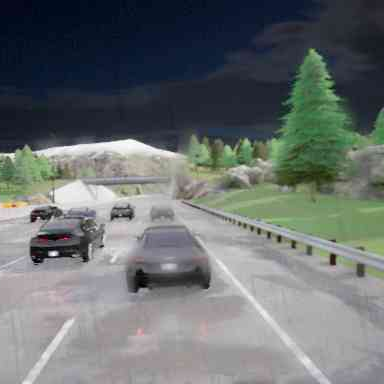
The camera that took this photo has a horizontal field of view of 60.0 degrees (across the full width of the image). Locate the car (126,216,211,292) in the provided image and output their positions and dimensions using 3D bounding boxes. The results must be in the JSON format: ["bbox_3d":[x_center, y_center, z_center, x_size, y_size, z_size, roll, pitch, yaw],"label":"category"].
[{"bbox_3d":[-0.683,1.608,9.230,1.994,1.385,4.181,-2,0,-5],"label":"car"}]

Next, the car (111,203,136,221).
[{"bbox_3d":[-6.247,1.755,30.333,2.128,1.511,4.902,-2,0,-6],"label":"car"}]

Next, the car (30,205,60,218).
[{"bbox_3d":[-13.320,1.977,30.768,1.837,1.490,4.892,-2,0,-6],"label":"car"}]

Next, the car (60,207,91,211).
[{"bbox_3d":[-9.637,1.961,29.093,1.895,1.301,4.718,-2,0,-6],"label":"car"}]

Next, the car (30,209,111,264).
[{"bbox_3d":[-4.529,1.671,12.707,1.837,1.490,4.892,-2,0,-5],"label":"car"}]

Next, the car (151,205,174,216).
[{"bbox_3d":[-2.571,1.752,28.715,1.895,1.301,4.718,-2,0,-6],"label":"car"}]
